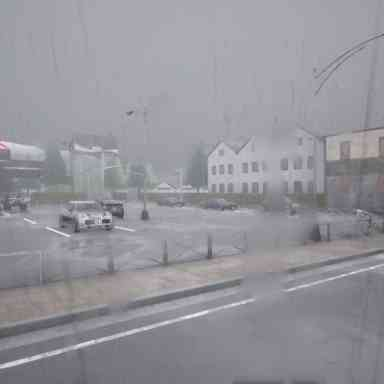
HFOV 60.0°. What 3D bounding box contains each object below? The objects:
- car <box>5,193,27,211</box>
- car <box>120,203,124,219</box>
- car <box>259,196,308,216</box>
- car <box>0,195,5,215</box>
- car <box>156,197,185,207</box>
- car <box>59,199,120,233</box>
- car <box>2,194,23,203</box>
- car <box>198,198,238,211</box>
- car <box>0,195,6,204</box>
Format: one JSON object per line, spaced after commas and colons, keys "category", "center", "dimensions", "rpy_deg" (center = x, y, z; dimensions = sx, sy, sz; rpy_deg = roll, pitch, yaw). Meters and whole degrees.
{"category": "car", "center": [-20.168, 1.092, 37.914], "dimensions": [1.905, 1.878, 3.866], "rpy_deg": [0, 0, -36]}
{"category": "car", "center": [-6.783, 1.313, 25.511], "dimensions": [2.007, 1.523, 4.514], "rpy_deg": [0, 0, -36]}
{"category": "car", "center": [8.427, 1.176, 30.575], "dimensions": [2.097, 1.767, 4.553], "rpy_deg": [0, 0, -35]}
{"category": "car", "center": [-18.256, 1.113, 29.604], "dimensions": [1.932, 1.855, 4.605], "rpy_deg": [0, 0, -36]}
{"category": "car", "center": [-3.111, 1.371, 46.836], "dimensions": [2.033, 1.411, 5.357], "rpy_deg": [0, 0, -35]}
{"category": "car", "center": [-5.654, 1.248, 17.647], "dimensions": [1.970, 1.475, 3.806], "rpy_deg": [0, 0, -36]}
{"category": "car", "center": [-39.301, 1.328, 72.998], "dimensions": [3.866, 1.878, 1.905], "rpy_deg": [0, 0, -36]}
{"category": "car", "center": [2.892, 1.371, 38.341], "dimensions": [2.033, 1.411, 5.357], "rpy_deg": [0, 0, -36]}
{"category": "car", "center": [-39.529, 1.495, 65.869], "dimensions": [4.611, 1.667, 2.242], "rpy_deg": [0, 0, -36]}
